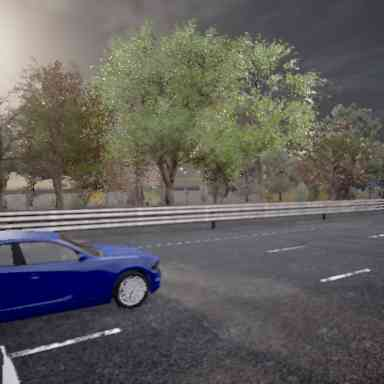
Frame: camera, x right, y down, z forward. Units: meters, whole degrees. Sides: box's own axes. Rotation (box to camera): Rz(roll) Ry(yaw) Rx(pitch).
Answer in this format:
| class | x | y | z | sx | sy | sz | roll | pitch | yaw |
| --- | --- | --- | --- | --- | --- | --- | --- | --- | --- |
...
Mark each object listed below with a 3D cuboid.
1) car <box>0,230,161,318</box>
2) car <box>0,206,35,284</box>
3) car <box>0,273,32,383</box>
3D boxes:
| class | x | y | z | sx | sy | sz | roll | pitch | yaw |
| --- | --- | --- | --- | --- | --- | --- | --- | --- | --- |
| car | -2.980 | 1.461 | 6.170 | 5.008 | 1.535 | 1.882 | 0 | 0 | -33 |
| car | -6.465 | 1.342 | 8.092 | 4.553 | 1.767 | 2.097 | 0 | 0 | -33 |
| car | -3.506 | 1.611 | 1.679 | 4.718 | 1.301 | 1.895 | 0 | 0 | -33 |
